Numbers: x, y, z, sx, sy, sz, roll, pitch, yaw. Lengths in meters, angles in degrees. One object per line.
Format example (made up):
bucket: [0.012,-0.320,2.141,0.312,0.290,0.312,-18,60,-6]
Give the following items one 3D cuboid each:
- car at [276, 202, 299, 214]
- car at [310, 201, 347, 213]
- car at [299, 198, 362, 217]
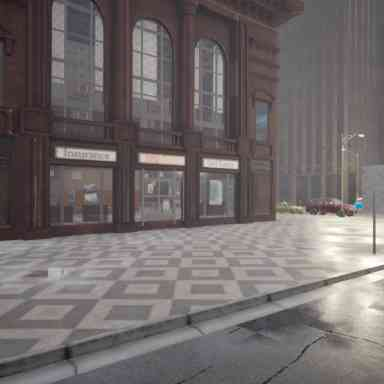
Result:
car: [10.778,1.801,38.044,1.752,1.417,4.829,0,0,-35]
car: [17.637,1.900,43.110,1.802,1.307,4.206,-1,0,-35]
car: [13.923,1.524,33.591,2.192,1.841,5.009,0,0,-35]
